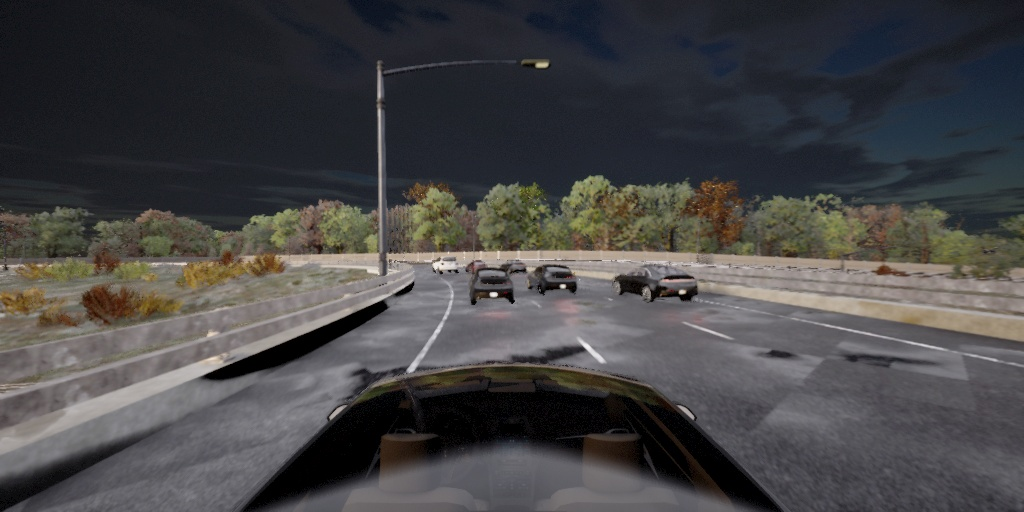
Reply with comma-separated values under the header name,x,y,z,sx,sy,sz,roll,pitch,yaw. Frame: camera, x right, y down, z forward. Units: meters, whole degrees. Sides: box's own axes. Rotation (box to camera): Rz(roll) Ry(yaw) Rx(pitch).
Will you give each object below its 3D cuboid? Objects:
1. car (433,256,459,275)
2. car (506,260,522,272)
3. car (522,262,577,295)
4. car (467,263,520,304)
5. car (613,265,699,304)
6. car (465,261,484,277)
name,x,y,z,sx,sy,sz,roll,pitch,yaw
car,-7.834,1.062,42.044,2.150,2.045,5.566,0,0,-23
car,0.073,1.228,40.733,2.128,1.511,4.902,-1,0,-20
car,2.060,1.222,19.572,1.837,1.490,4.892,0,0,-9
car,-1.024,1.265,16.519,1.837,1.490,4.892,0,0,-7
car,6.120,1.155,15.908,2.128,1.511,4.902,-1,0,-7
car,-4.125,1.317,41.973,1.812,1.442,4.674,-1,0,-21
